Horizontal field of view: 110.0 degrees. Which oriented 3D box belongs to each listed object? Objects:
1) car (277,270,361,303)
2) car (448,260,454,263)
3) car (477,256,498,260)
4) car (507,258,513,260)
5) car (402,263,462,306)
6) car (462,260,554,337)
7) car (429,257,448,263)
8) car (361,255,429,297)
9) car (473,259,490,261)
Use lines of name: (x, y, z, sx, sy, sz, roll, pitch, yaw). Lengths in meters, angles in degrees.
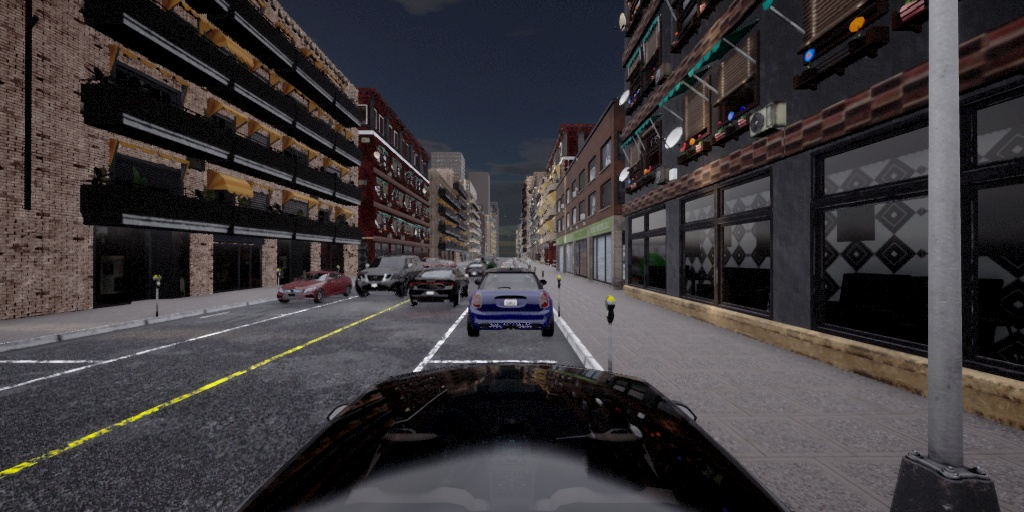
car: (-8.837, 1.333, 16.462, 1.802, 1.307, 4.207, 0, 0, 0)
car: (-8.837, 1.188, 44.643, 1.967, 1.591, 4.097, 0, 0, 0)
car: (-3.043, 0.970, 47.505, 2.150, 2.045, 5.566, 0, 0, 0)
car: (-0.456, 1.275, 39.173, 1.751, 1.417, 4.829, 0, 0, 0)
car: (-3.044, 1.228, 15.818, 1.882, 1.535, 5.008, 0, 0, 0)
car: (-0.032, 1.103, 10.469, 2.097, 1.767, 4.553, 0, 0, 0)
car: (-8.837, 1.064, 39.007, 2.192, 1.841, 5.009, 0, 0, 0)
car: (-6.246, 0.972, 19.026, 2.150, 2.045, 5.566, 0, 0, 0)
car: (-3.158, 1.276, 32.177, 1.812, 1.442, 4.674, 0, 0, 0)
